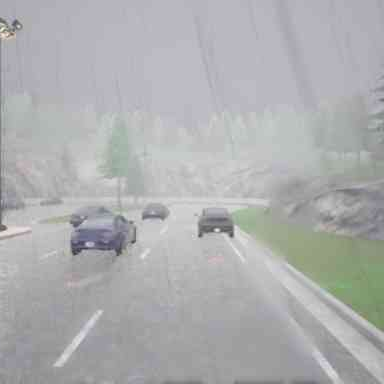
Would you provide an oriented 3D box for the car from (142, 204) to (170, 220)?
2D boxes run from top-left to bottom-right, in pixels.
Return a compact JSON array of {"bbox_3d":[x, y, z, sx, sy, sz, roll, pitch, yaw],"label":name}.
[{"bbox_3d":[-3.150,1.712,29.536,1.994,1.385,4.181,0,0,3],"label":"car"}]

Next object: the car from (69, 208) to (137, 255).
[{"bbox_3d":[-3.419,1.593,13.430,1.812,1.442,4.674,0,0,0],"label":"car"}]

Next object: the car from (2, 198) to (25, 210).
[{"bbox_3d":[-24.830,1.583,46.320,2.097,1.767,4.553,0,0,-13],"label":"car"}]

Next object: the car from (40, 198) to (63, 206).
[{"bbox_3d":[-26.098,1.811,61.986,1.837,1.490,4.892,0,0,17],"label":"car"}]

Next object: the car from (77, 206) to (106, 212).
[{"bbox_3d":[-6.874,1.665,23.443,2.033,1.411,5.357,0,0,1],"label":"car"}]

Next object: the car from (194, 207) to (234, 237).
[{"bbox_3d":[1.220,1.598,18.438,1.837,1.490,4.892,0,0,0],"label":"car"}]
